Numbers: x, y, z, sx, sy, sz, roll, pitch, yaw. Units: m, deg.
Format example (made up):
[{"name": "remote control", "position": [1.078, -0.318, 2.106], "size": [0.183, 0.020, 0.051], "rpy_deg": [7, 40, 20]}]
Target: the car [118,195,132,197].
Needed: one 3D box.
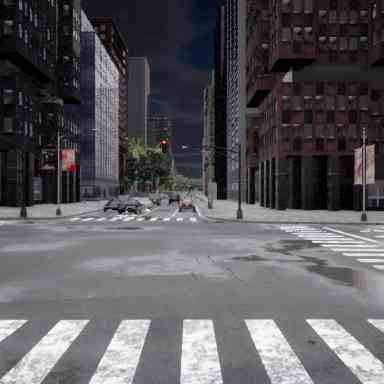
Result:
[{"name": "car", "position": [-9.096, 1.335, 44.385], "size": [2.192, 1.841, 5.009], "rpy_deg": [0, 0, 0]}]

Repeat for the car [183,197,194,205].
[{"name": "car", "position": [-0.648, 1.603, 60.697], "size": [1.887, 1.381, 4.507], "rpy_deg": [0, 0, 0]}]

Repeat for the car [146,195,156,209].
[{"name": "car", "position": [-6.433, 1.548, 45.316], "size": [1.812, 1.442, 4.674], "rpy_deg": [0, 0, 0]}]

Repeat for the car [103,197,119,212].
[{"name": "car", "position": [-9.069, 1.574, 38.959], "size": [1.947, 1.339, 4.313], "rpy_deg": [0, 0, 0]}]

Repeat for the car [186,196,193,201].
[{"name": "car", "position": [-0.806, 1.696, 93.246], "size": [1.887, 1.381, 4.507], "rpy_deg": [0, 0, 0]}]

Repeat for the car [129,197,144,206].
[{"name": "car", "position": [-9.146, 1.570, 55.067], "size": [1.752, 1.417, 4.829], "rpy_deg": [0, 0, 0]}]

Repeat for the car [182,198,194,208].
[{"name": "car", "position": [-0.596, 1.614, 49.847], "size": [1.802, 1.307, 4.206], "rpy_deg": [0, 0, 0]}]

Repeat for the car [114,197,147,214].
[{"name": "car", "position": [-6.385, 1.547, 35.090], "size": [2.033, 1.411, 5.357], "rpy_deg": [0, 0, 0]}]

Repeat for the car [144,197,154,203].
[{"name": "car", "position": [-9.226, 1.669, 71.515], "size": [1.802, 1.307, 4.206], "rpy_deg": [0, 0, 0]}]

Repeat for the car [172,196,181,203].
[{"name": "car", "position": [-3.468, 1.651, 75.398], "size": [1.994, 1.385, 4.181], "rpy_deg": [0, 0, 0]}]

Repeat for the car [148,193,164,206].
[{"name": "car", "position": [-6.472, 1.268, 55.959], "size": [2.150, 2.045, 5.566], "rpy_deg": [0, 0, 0]}]

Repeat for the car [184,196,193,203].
[{"name": "car", "position": [-0.701, 1.613, 71.717], "size": [1.752, 1.417, 4.829], "rpy_deg": [0, 0, 0]}]

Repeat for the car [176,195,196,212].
[{"name": "car", "position": [-0.544, 1.448, 38.997], "size": [1.967, 1.590, 4.097], "rpy_deg": [0, 0, 0]}]

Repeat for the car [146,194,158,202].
[{"name": "car", "position": [-9.253, 1.417, 76.941], "size": [2.192, 1.841, 5.009], "rpy_deg": [0, 0, 0]}]

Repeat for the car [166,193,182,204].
[{"name": "car", "position": [-3.329, 1.289, 64.673], "size": [2.150, 2.045, 5.566], "rpy_deg": [0, 0, 0]}]
